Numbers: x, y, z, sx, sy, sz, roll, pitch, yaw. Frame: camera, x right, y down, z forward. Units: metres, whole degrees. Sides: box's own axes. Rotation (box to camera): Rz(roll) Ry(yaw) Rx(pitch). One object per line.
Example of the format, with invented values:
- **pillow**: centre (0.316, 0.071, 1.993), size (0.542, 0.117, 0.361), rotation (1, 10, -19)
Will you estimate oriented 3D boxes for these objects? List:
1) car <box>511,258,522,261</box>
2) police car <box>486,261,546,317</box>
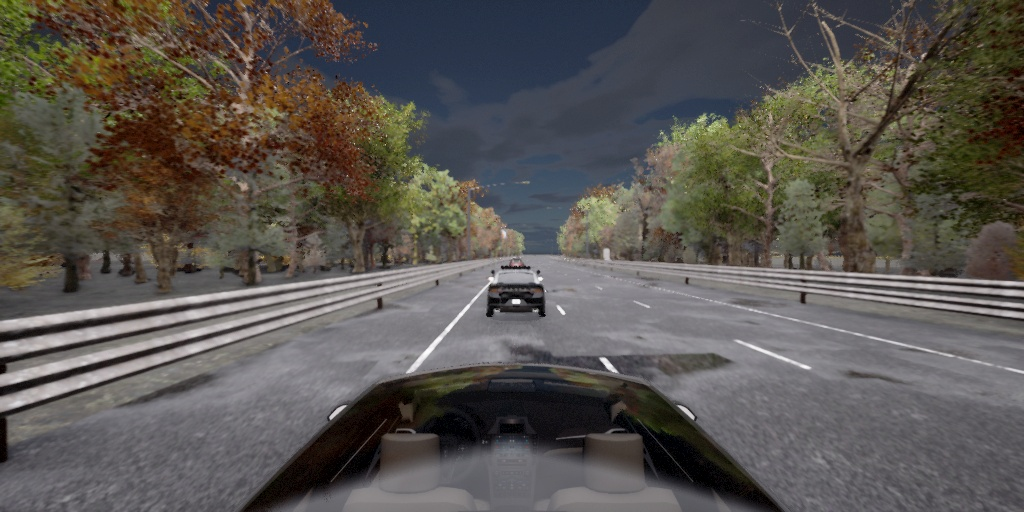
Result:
- **car**: centre (0.561, 1.098, 45.190), size (2.033, 1.649, 4.856), rotation (0, 0, 1)
- **police car**: centre (0.139, 1.154, 13.252), size (1.930, 1.638, 5.238), rotation (0, 0, 0)
